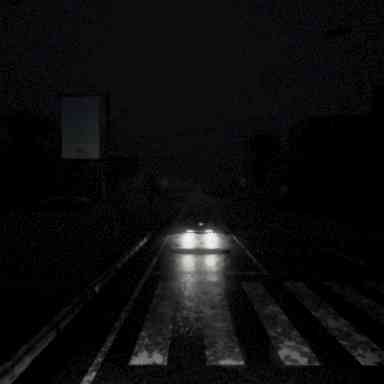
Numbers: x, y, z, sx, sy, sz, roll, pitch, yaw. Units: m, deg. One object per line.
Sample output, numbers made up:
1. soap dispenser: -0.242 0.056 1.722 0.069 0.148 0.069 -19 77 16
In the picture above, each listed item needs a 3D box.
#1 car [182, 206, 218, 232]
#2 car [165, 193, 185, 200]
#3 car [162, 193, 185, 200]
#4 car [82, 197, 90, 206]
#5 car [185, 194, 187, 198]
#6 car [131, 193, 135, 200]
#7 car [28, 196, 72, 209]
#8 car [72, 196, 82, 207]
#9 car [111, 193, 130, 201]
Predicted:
1. car: 0.462 1.535 19.848 1.994 1.385 4.181 0 0 0
2. car: -4.801 1.229 93.968 5.566 2.045 2.435 0 0 0
3. car: -4.824 1.414 82.756 4.892 1.521 2.231 0 0 0
4. car: -18.108 1.357 48.431 5.008 1.535 2.097 0 0 0
5. car: -4.843 1.173 85.558 5.566 2.045 2.435 0 0 0
6. car: -17.900 1.383 85.633 5.008 1.535 2.097 0 0 0
7. car: -18.136 1.398 41.882 4.674 1.452 2.002 0 0 0
8. car: -18.115 1.359 45.157 4.892 1.521 2.231 0 0 0
9. car: -17.920 1.363 80.064 5.008 1.535 2.097 0 0 0
